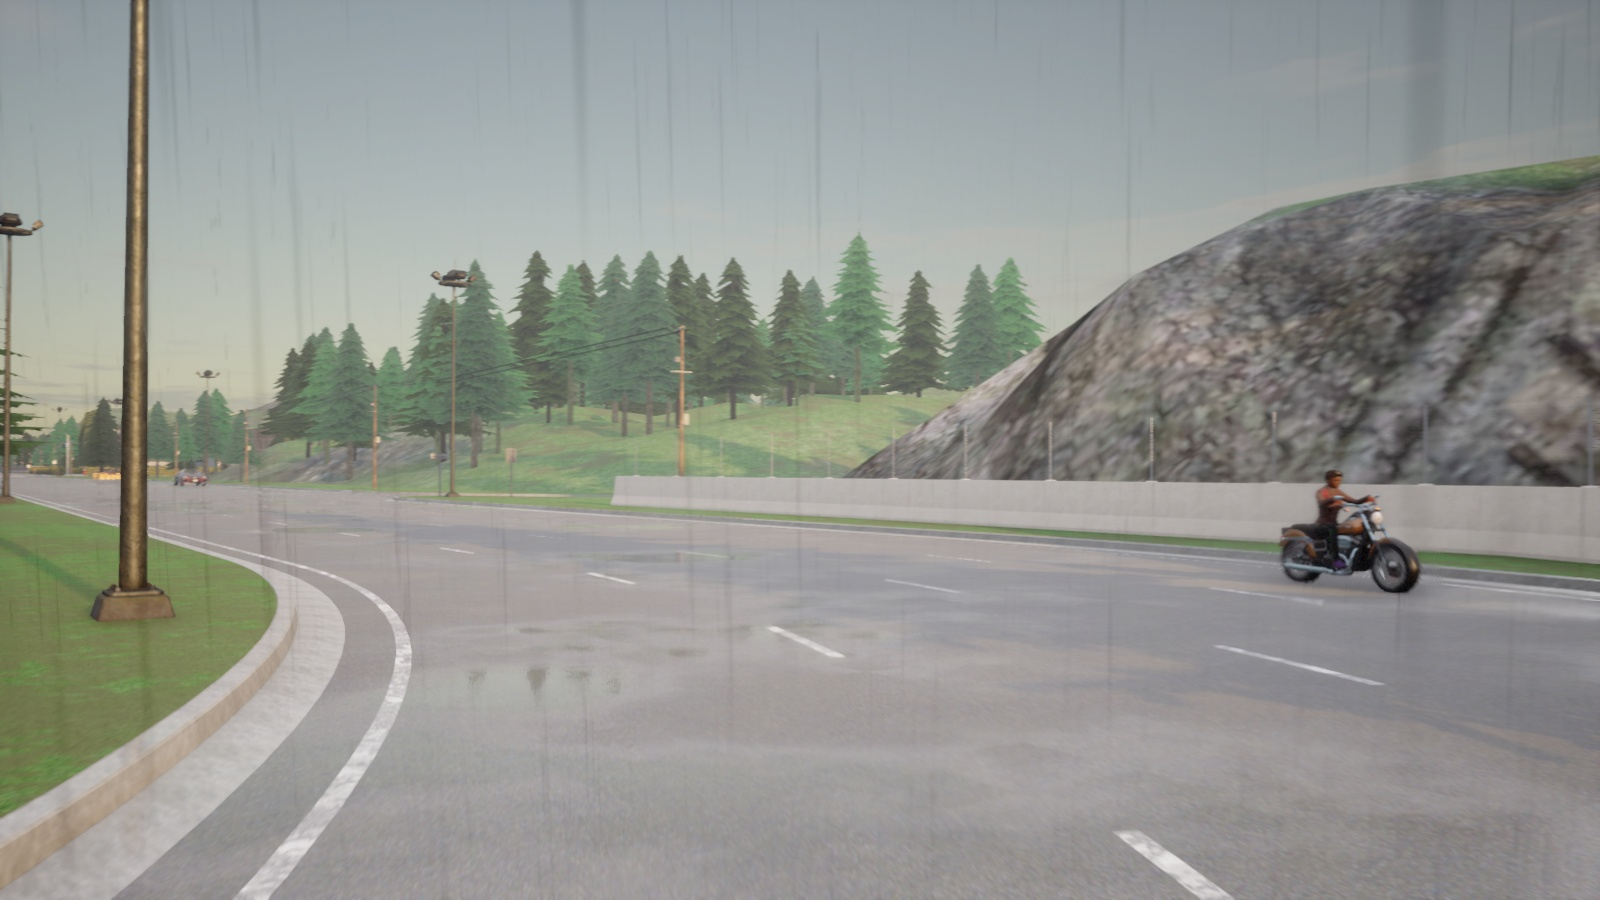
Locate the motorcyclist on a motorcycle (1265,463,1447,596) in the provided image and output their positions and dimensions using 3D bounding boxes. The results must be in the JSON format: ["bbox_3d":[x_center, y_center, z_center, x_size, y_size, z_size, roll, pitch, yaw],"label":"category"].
[{"bbox_3d":[7.433,1.011,16.939,0.766,1.649,2.350,-1,0,-21],"label":"motorcyclist on a motorcycle"}]
